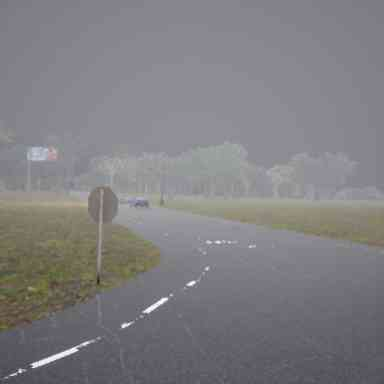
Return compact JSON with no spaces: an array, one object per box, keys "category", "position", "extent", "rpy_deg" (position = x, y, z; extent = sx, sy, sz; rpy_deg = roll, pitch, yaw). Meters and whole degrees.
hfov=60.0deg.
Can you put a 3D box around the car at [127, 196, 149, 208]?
[{"category":"car","position":[-7.575,1.463,47.879],"extent":[1.882,1.535,5.008],"rpy_deg":[2,0,-21]}]

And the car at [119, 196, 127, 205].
[{"category":"car","position":[-11.341,1.436,57.593],"extent":[2.033,1.411,5.357],"rpy_deg":[2,0,-21]}]

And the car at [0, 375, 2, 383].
[{"category":"car","position":[-3.445,1.595,1.113],"extent":[4.718,1.301,1.895],"rpy_deg":[0,-1,-21]}]
